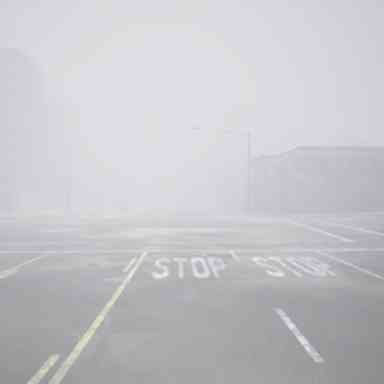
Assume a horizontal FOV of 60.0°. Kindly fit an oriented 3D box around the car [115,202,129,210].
[{"bbox_3d":[-13.443,2.626,63.947,2.097,1.767,4.553,0,-2,-3],"label":"car"}]
